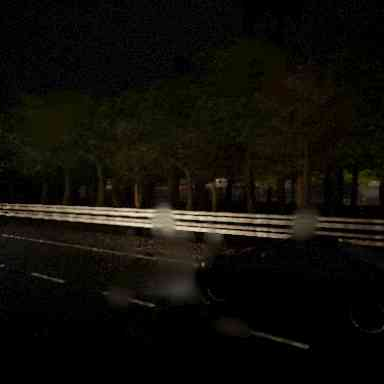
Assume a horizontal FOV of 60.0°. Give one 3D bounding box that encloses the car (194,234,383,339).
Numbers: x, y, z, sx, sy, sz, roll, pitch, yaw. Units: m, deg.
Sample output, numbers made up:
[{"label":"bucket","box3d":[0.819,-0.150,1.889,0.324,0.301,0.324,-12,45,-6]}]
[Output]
[{"label":"car","box3d":[2.102,1.567,6.667,4.181,1.385,1.994,0,0,35]}]
